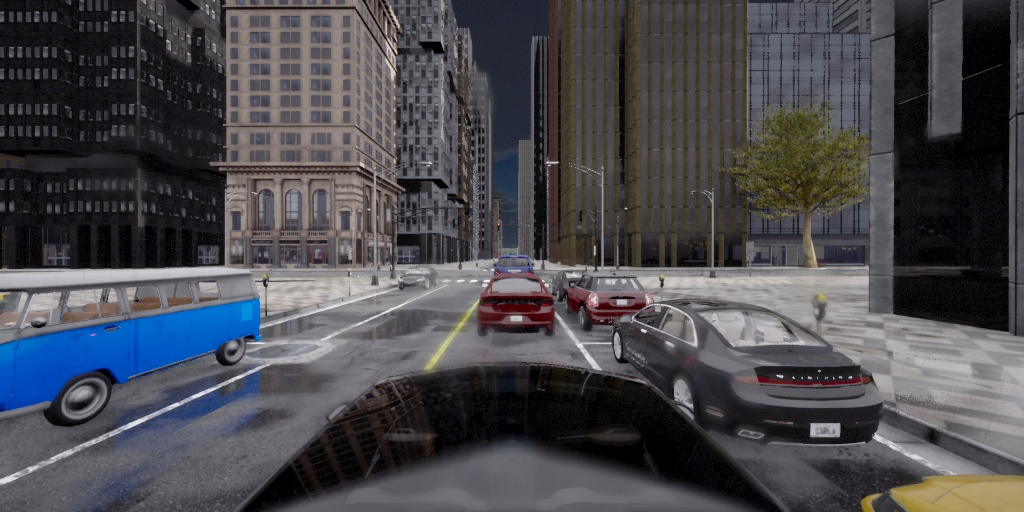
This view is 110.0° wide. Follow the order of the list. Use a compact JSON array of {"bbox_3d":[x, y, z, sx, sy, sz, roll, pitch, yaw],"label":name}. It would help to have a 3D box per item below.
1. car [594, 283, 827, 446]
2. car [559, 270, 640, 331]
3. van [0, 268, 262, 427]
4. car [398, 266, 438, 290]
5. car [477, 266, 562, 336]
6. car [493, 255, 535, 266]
[{"bbox_3d":[2.770,1.300,5.347,2.007,1.370,4.403,0,0,0],"label":"car"},{"bbox_3d":[2.781,1.188,10.989,1.967,1.591,4.097,0,0,0],"label":"car"},{"bbox_3d":[-5.755,1.090,5.362,1.690,1.789,3.998,0,0,0],"label":"van"},{"bbox_3d":[-5.724,1.296,22.285,2.007,1.370,4.403,0,0,0],"label":"car"},{"bbox_3d":[0.109,1.226,10.375,1.882,1.535,5.008,0,0,0],"label":"car"},{"bbox_3d":[0.110,0.967,20.259,2.150,2.045,5.566,0,0,0],"label":"car"}]
